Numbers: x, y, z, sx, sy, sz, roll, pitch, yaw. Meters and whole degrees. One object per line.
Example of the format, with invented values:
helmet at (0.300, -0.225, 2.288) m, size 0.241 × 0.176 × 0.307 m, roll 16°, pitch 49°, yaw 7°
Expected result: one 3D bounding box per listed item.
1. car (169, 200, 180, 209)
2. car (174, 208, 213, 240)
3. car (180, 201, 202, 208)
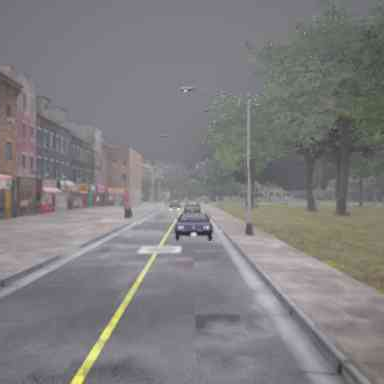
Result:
car at (-2.858, 2.042, 56.227) m, size 2.033 × 1.411 × 5.357 m, roll 0°, pitch -1°, yaw 1°
car at (0.082, 1.734, 17.954) m, size 1.895 × 1.301 × 4.718 m, roll 0°, pitch 0°, yaw 0°
car at (0.059, 1.779, 37.274) m, size 2.128 × 1.511 × 4.902 m, roll 0°, pitch -1°, yaw 0°
